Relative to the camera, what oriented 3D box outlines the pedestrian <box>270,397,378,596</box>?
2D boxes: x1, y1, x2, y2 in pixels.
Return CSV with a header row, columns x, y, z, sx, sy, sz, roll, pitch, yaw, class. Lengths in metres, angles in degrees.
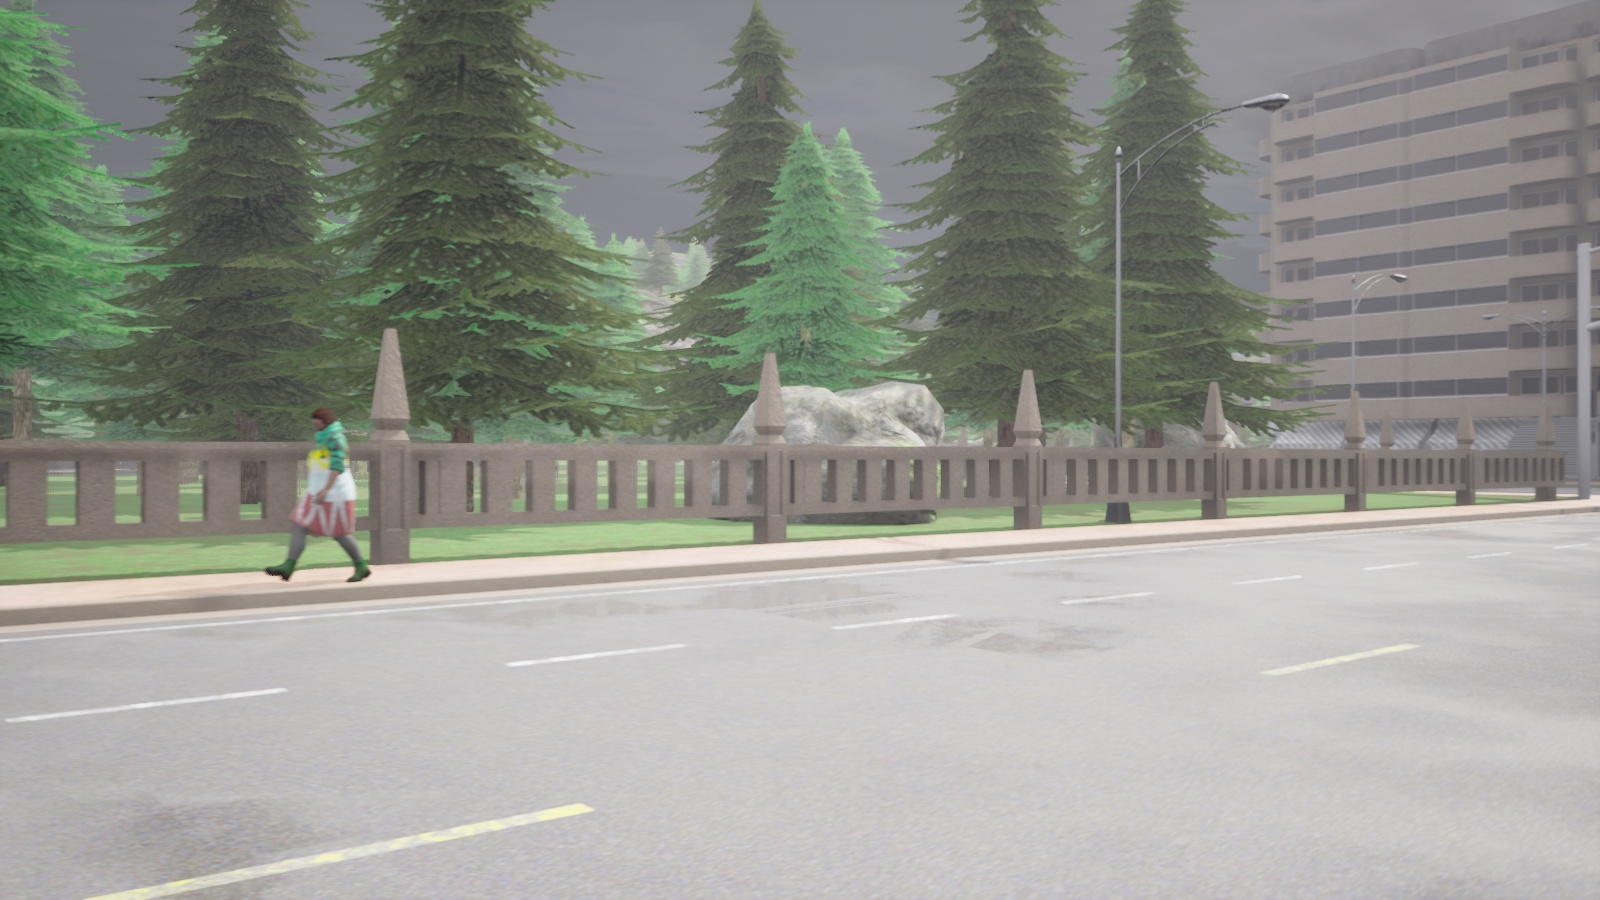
x,y,z,sx,sy,sz,roll,pitch,yaw,class
-4.871,0.455,12.851,0.873,1.952,0.659,0,0,-39,pedestrian
